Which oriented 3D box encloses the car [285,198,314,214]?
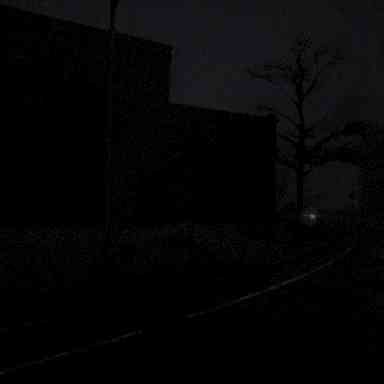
[{"bbox_3d":[13.951,1.964,43.549,1.882,1.535,5.008,1,-1,-8],"label":"car"}]
